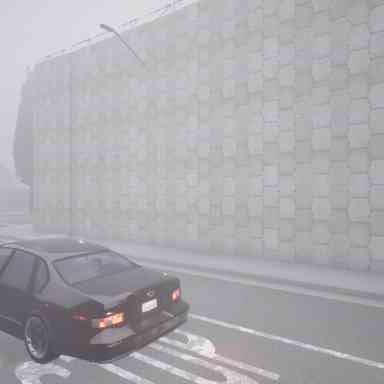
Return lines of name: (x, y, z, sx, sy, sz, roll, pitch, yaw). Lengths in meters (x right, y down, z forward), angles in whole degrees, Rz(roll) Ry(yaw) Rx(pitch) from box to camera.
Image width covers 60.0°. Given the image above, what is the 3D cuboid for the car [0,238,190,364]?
car: (-2.611, 1.547, 5.841, 5.357, 1.411, 2.033, 0, 0, 35)
